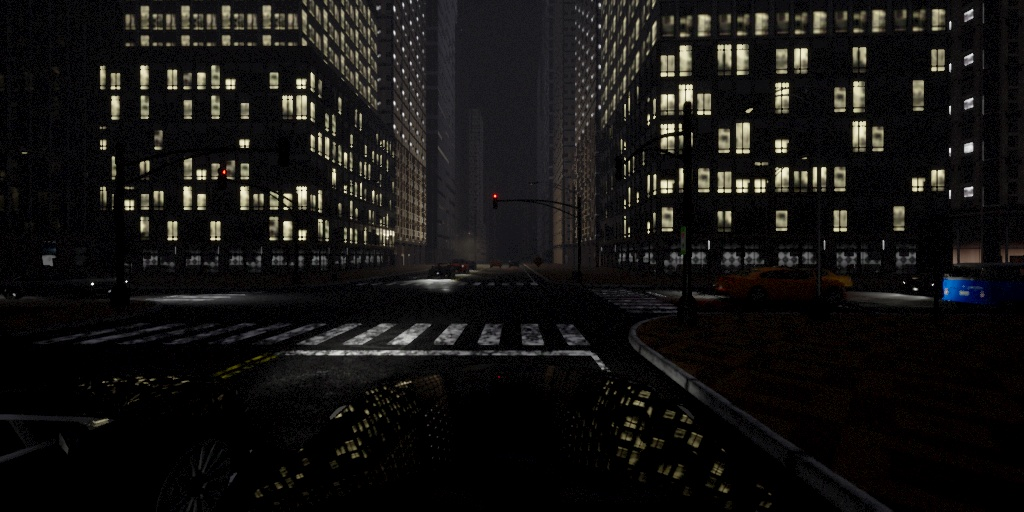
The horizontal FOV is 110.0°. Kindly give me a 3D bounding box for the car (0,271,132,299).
[{"bbox_3d":[-21.312,1.360,17.113,4.718,1.301,1.895,0,0,0],"label":"car"}]

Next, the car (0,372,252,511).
[{"bbox_3d":[-3.155,1.241,1.093,2.128,1.511,4.902,0,0,0],"label":"car"}]

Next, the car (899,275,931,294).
[{"bbox_3d":[23.459,1.323,18.380,5.357,1.411,2.033,0,0,2],"label":"car"}]

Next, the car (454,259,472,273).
[{"bbox_3d":[-6.419,1.153,43.288,2.097,1.767,4.553,0,0,0],"label":"car"}]

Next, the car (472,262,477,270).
[{"bbox_3d":[-6.368,1.377,53.785,2.033,1.411,5.357,0,0,0],"label":"car"}]

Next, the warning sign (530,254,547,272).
[{"bbox_3d":[3.022,0.912,41.284,1.300,1.860,1.060,0,0,0],"label":"warning sign"}]

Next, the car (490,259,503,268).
[{"bbox_3d":[-2.878,1.342,64.070,1.882,1.535,5.008,0,0,0],"label":"car"}]

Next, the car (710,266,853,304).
[{"bbox_3d":[11.789,1.249,15.906,5.008,1.535,1.882,0,0,2],"label":"car"}]

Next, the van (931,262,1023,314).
[{"bbox_3d":[18.406,1.120,13.057,3.998,1.789,1.690,0,0,2],"label":"van"}]

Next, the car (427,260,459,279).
[{"bbox_3d":[-6.462,1.345,33.291,1.994,1.385,4.181,0,0,0],"label":"car"}]

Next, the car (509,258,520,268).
[{"bbox_3d":[0.373,1.359,64.788,2.128,1.511,4.902,0,0,1],"label":"car"}]
